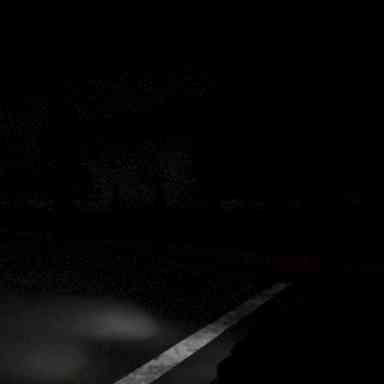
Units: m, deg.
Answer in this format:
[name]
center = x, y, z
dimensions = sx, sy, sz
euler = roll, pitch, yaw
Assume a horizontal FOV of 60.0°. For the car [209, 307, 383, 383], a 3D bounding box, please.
[car]
center = 2.460, 1.590, 2.221
dimensions = 4.718, 1.301, 1.895
euler = -1, -1, 36
